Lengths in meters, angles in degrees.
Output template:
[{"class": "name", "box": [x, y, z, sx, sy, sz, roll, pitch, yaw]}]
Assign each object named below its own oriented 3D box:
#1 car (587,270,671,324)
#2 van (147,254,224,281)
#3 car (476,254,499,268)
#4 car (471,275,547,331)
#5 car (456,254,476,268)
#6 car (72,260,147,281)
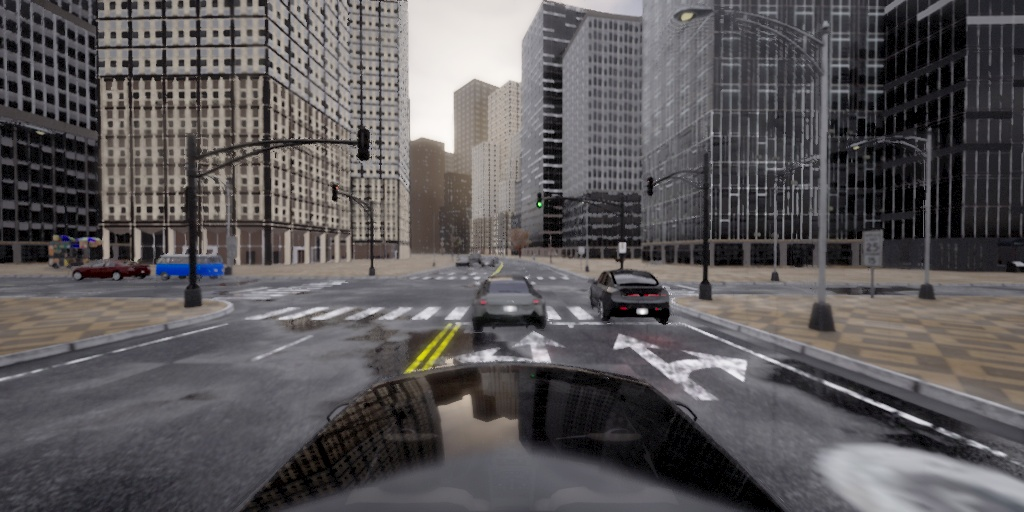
[{"class": "car", "box": [3.685, 1.184, 11.818, 1.837, 1.490, 4.892, 0, 0, 6]}, {"class": "van", "box": [-22.660, 0.789, 25.234, 3.998, 1.789, 1.690, 0, 0, 1]}, {"class": "car", "box": [-3.340, 0.866, 50.225, 2.128, 1.511, 4.902, 0, 0, 0]}, {"class": "car", "box": [-0.180, 1.250, 10.789, 1.994, 1.385, 4.181, 0, 0, -4]}, {"class": "car", "box": [-6.591, 0.856, 49.669, 1.882, 1.535, 5.008, 0, 1, 0]}, {"class": "car", "box": [-28.198, 0.968, 25.280, 4.507, 1.381, 1.888, 0, 0, 1]}]
